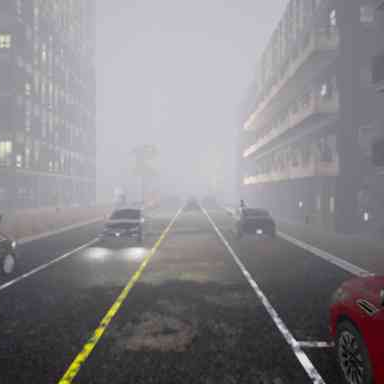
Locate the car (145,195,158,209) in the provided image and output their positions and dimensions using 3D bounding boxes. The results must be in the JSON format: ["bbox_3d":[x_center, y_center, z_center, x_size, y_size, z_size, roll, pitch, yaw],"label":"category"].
[{"bbox_3d":[-5.688,1.470,40.933,1.967,1.590,4.097,0,0,0],"label":"car"}]

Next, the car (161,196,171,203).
[{"bbox_3d":[-5.683,1.632,73.934,1.947,1.339,4.313,0,0,0],"label":"car"}]

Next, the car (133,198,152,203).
[{"bbox_3d":[-5.688,1.607,35.382,1.802,1.307,4.206,0,0,0],"label":"car"}]

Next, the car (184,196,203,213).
[{"bbox_3d":[0.068,1.553,37.333,1.812,1.442,4.674,0,0,1],"label":"car"}]

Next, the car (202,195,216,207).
[{"bbox_3d":[2.694,1.356,52.035,2.192,1.841,5.009,0,0,0],"label":"car"}]

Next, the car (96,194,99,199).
[{"bbox_3d":[-27.359,0.926,88.521,5.009,1.841,2.192,1,-1,-1],"label":"car"}]

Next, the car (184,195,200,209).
[{"bbox_3d":[0.014,1.388,47.893,2.097,1.767,4.553,0,0,0],"label":"car"}]

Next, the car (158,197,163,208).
[{"bbox_3d":[-5.687,1.350,46.484,2.192,1.841,5.009,0,0,0],"label":"car"}]

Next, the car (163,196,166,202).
[{"bbox_3d":[-5.684,1.625,68.687,1.947,1.339,4.313,0,0,0],"label":"car"}]

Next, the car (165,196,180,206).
[{"bbox_3d":[-3.051,1.524,57.245,1.882,1.535,5.008,0,0,0],"label":"car"}]

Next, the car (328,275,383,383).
[{"bbox_3d":[2.688,1.316,2.076,2.192,1.841,5.009,0,0,0],"label":"car"}]

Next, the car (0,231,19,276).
[{"bbox_3d":[-5.691,1.556,7.627,2.008,1.369,4.403,0,0,0],"label":"car"}]

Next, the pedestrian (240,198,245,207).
[{"bbox_3d":[3.002,1.307,20.185,0.375,1.860,0.375,0,0,-1],"label":"pedestrian"}]

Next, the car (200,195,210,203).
[{"bbox_3d":[2.696,1.499,68.687,1.967,1.590,4.097,0,0,0],"label":"car"}]

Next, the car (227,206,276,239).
[{"bbox_3d":[3.002,1.516,17.240,1.837,1.490,4.892,0,0,0],"label":"car"}]

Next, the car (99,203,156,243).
[{"bbox_3d":[-3.099,1.515,16.275,1.837,1.490,4.892,0,0,0],"label":"car"}]

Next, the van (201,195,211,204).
[{"bbox_3d":[2.695,1.394,63.137,1.690,1.788,3.998,0,0,0],"label":"van"}]
